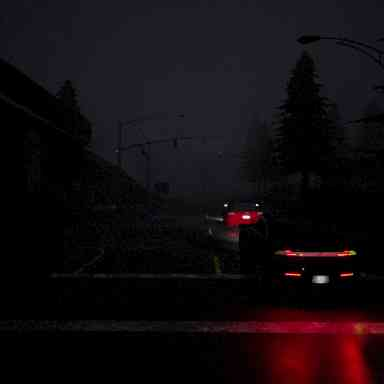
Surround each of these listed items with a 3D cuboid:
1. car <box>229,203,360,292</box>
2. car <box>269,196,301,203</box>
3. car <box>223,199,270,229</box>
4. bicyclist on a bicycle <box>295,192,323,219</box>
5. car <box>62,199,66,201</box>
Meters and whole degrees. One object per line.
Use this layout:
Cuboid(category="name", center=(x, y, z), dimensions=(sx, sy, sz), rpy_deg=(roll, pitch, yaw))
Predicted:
Cuboid(category="car", center=(2.298, 1.247, 8.248), dimensions=(2.128, 1.511, 4.902), rpy_deg=(0, 2, 1))
Cuboid(category="car", center=(9.653, 1.060, 34.128), dimensions=(4.718, 1.301, 1.895), rpy_deg=(1, 1, 2))
Cuboid(category="car", center=(2.739, 1.137, 18.194), dimensions=(1.994, 1.385, 4.181), rpy_deg=(-1, 2, 3))
Cuboid(category="bicyclist on a bicycle", center=(6.590, 0.852, 18.778), dimensions=(1.656, 1.620, 0.582), rpy_deg=(0, 1, 2))
Cuboid(category="car", center=(-15.104, 1.016, 35.012), dimensions=(4.181, 1.385, 1.994), rpy_deg=(0, 1, 2))
